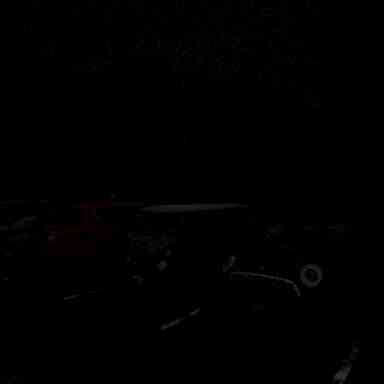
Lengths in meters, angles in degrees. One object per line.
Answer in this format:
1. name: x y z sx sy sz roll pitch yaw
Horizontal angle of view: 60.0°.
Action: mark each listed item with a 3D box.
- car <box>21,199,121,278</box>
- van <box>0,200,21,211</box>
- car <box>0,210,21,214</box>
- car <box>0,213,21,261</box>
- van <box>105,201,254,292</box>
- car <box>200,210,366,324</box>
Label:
1. car: -2.023 1.298 10.702 2.435 2.045 5.566 0 0 36
2. van: -8.406 1.364 15.613 1.878 1.987 4.442 0 0 38
3. car: -6.327 1.618 13.864 2.002 1.452 4.674 0 0 38
4. car: -4.253 1.595 12.270 2.163 1.488 4.792 0 0 37
5. van: 0.114 1.304 8.973 1.878 1.987 4.442 -1 0 36
6. car: 2.430 1.384 7.469 2.185 1.767 4.553 -1 0 36
